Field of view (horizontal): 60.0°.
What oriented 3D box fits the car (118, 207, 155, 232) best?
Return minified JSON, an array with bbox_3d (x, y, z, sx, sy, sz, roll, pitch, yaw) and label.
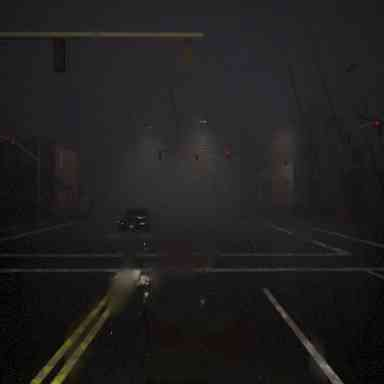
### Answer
[{"bbox_3d":[-3.493,1.770,21.547,1.837,1.490,4.892,0,0,0],"label":"car"}]
